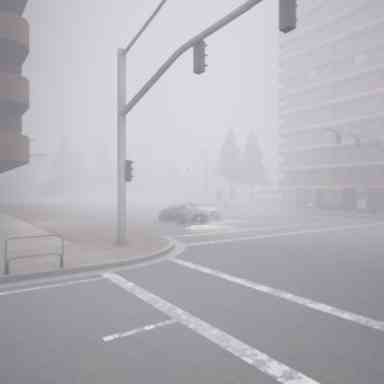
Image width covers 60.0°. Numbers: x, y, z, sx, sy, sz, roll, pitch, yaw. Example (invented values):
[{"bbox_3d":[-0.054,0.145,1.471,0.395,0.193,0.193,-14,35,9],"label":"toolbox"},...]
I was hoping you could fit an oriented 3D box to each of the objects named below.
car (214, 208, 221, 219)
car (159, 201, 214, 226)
[{"bbox_3d":[0.490,1.520,28.114,1.812,1.442,4.674,0,0,-35],"label":"car"},{"bbox_3d":[-0.674,1.559,23.683,1.994,1.385,4.181,0,0,-35],"label":"car"}]
